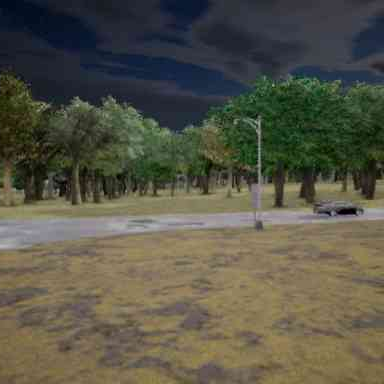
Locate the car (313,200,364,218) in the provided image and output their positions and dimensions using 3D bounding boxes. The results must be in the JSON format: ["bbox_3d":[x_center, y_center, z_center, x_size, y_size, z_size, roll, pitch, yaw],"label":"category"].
[{"bbox_3d":[13.407,1.504,30.433,4.902,1.511,2.128,-1,1,-20],"label":"car"}]
